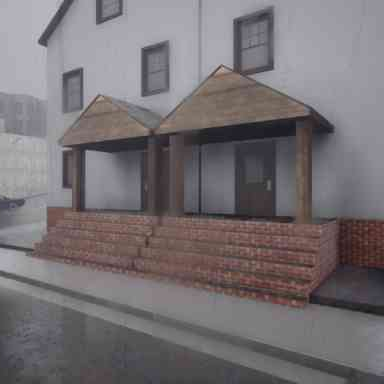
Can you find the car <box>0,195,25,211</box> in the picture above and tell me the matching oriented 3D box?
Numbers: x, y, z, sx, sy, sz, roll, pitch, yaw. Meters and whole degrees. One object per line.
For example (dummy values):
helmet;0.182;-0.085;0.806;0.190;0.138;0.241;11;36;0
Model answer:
car;-15.508;1.012;25.414;1.895;1.301;4.718;0;6;35
